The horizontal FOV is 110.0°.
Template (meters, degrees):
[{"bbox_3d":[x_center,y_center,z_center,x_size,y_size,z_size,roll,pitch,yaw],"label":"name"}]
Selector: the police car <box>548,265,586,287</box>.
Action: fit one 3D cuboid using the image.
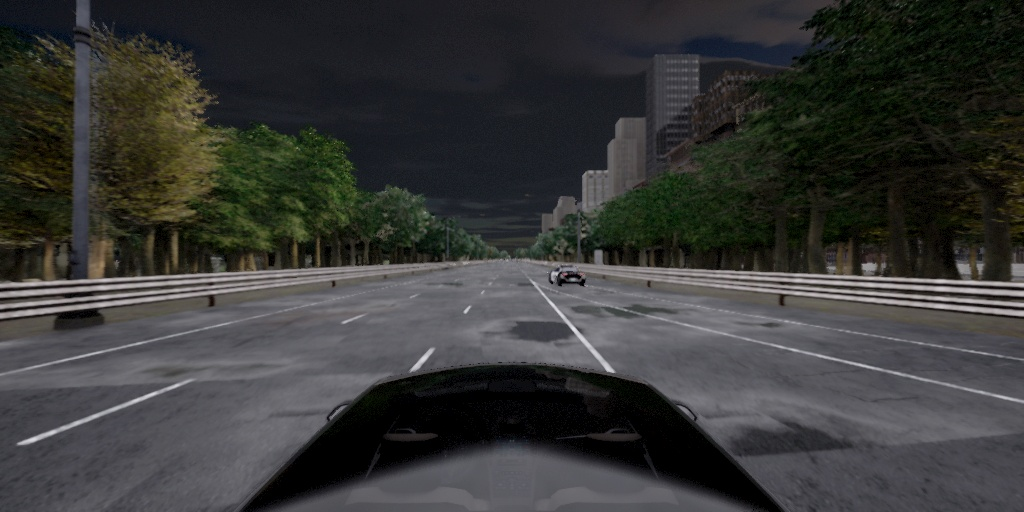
[{"bbox_3d":[4.038,1.472,27.174,2.038,1.542,4.974,0,-1,-5],"label":"police car"}]
